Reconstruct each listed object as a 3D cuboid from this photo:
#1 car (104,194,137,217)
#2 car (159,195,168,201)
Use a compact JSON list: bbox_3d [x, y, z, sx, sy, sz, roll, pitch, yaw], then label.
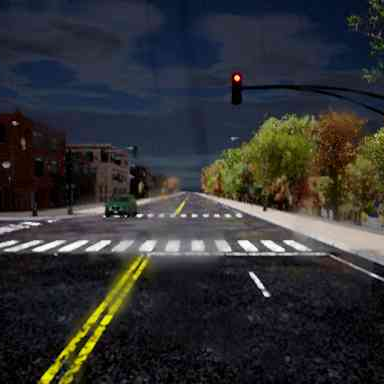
[{"bbox_3d":[-6.477,1.298,30.963,2.150,2.045,5.566,0,1,0],"label":"car"},{"bbox_3d":[-6.579,1.397,77.817,1.882,1.535,5.008,0,0,0],"label":"car"}]
